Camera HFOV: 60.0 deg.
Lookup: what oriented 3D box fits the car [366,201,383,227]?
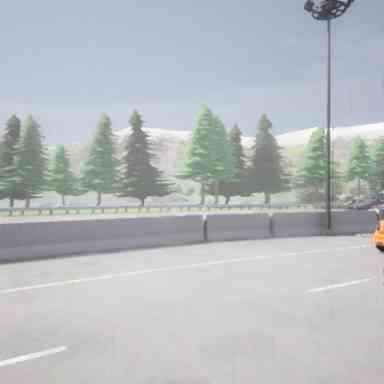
[{"bbox_3d":[8.947,1.325,12.086,4.553,1.767,2.097,0,0,-23],"label":"car"}]

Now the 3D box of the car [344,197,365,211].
[{"bbox_3d":[18.138,1.458,33.360,5.357,1.411,2.033,0,0,-12],"label":"car"}]

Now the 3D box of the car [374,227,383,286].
[{"bbox_3d":[6.005,1.512,6.946,4.674,1.442,1.812,0,0,-27],"label":"car"}]

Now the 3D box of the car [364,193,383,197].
[{"bbox_3d":[20.655,1.123,37.337,5.566,2.045,2.150,0,0,-9],"label":"car"}]

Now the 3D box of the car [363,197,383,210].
[{"bbox_3d":[18.159,1.452,29.706,4.674,1.442,1.812,0,0,-11],"label":"car"}]
